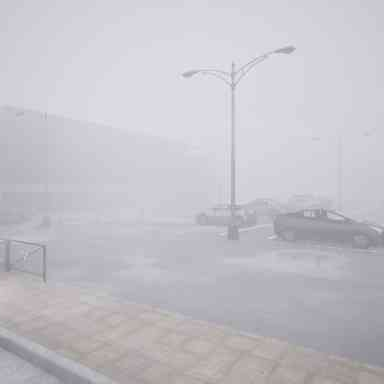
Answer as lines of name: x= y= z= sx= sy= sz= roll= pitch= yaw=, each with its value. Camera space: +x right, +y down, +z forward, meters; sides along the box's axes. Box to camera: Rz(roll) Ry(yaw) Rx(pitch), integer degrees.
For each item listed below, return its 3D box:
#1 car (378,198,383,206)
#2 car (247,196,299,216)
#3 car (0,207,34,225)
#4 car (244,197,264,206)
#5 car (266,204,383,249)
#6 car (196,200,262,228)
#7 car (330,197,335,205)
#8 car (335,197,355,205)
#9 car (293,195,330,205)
car: x=29.351 y=1.576 z=48.383 sx=3.806 sy=1.475 sz=1.970 roll=0 pitch=0 yaw=35
car: x=5.563 y=1.345 z=26.817 sx=5.027 sy=1.636 sz=2.152 roll=0 pitch=0 yaw=35
car: x=-14.047 y=1.724 z=23.322 sx=2.033 sy=1.411 sz=5.357 roll=0 pitch=0 yaw=35
car: x=11.065 y=1.702 z=59.236 sx=1.812 sy=1.442 sz=4.674 roll=0 pitch=0 yaw=35
car: x=5.832 y=1.490 z=14.331 sx=4.514 sy=1.523 sz=2.007 roll=0 pitch=0 yaw=35
car: x=2.152 y=1.424 z=21.371 sx=3.806 sy=1.475 sz=1.970 roll=0 pitch=0 yaw=35
car: x=14.218 y=1.289 z=39.922 sx=4.605 sy=1.855 sz=1.932 roll=0 pitch=0 yaw=35
car: x=24.976 y=1.565 z=55.076 sx=3.633 sy=1.501 sz=1.845 roll=0 pitch=0 yaw=35
car: x=12.892 y=1.269 z=37.304 sx=3.866 sy=1.878 sz=1.905 roll=0 pitch=0 yaw=35
